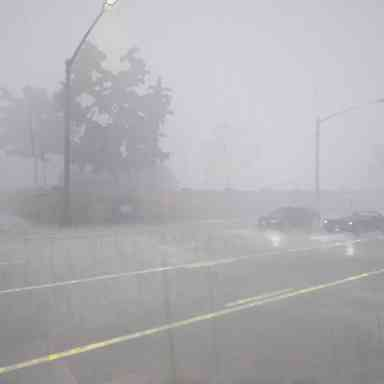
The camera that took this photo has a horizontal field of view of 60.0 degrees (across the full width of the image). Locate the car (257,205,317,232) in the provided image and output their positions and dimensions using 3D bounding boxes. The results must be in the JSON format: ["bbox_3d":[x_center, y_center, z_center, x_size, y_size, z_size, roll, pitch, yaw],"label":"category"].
[{"bbox_3d":[6.256,1.648,21.292,4.892,1.490,1.837,1,0,-35],"label":"car"}]

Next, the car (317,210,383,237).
[{"bbox_3d":[9.740,1.759,19.473,4.718,1.301,1.895,0,0,-35],"label":"car"}]
